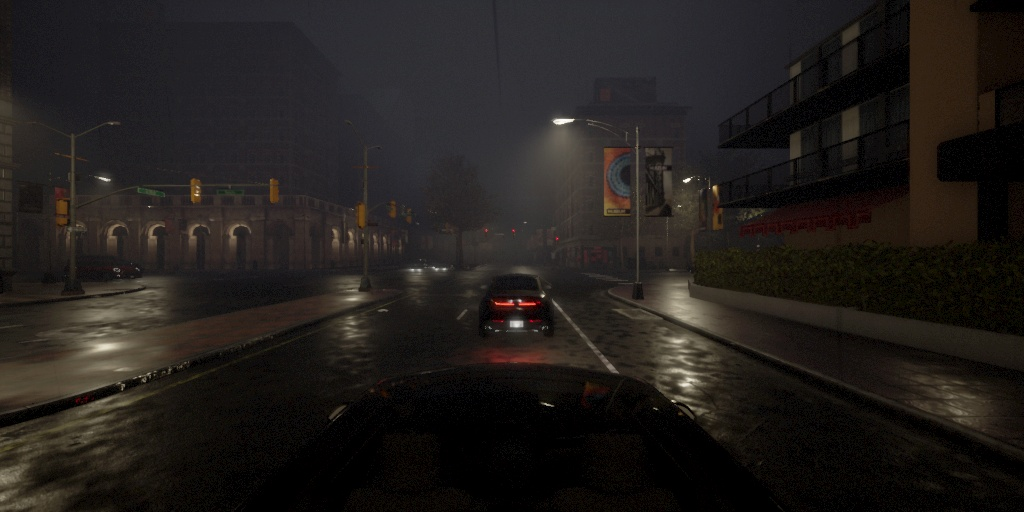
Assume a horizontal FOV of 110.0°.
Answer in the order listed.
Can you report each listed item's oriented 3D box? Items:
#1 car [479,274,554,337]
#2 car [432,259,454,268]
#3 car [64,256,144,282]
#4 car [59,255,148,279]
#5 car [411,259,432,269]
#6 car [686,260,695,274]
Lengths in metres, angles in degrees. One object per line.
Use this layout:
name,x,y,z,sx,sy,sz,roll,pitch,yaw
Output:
car,0.117,1.256,10.338,1.837,1.490,4.892,0,0,0
car,-11.303,1.320,58.745,1.994,1.385,4.181,0,0,0
car,-32.895,1.105,28.920,4.553,1.767,2.097,0,0,0
car,-36.814,0.975,32.426,5.566,2.045,2.150,0,0,0
car,-14.808,1.247,57.977,2.128,1.511,4.902,0,0,0
car,21.899,1.355,39.578,4.718,1.301,1.895,0,0,0
